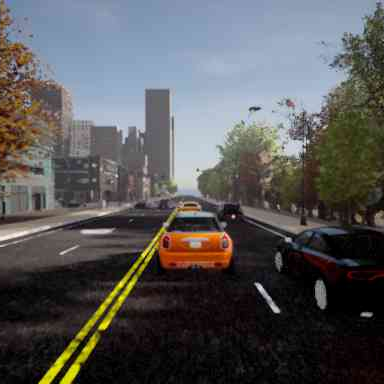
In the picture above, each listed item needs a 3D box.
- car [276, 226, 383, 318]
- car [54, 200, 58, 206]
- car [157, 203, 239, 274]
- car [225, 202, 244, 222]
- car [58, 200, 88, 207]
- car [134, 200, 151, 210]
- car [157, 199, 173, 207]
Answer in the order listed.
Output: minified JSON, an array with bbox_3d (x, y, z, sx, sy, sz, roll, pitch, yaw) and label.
[{"bbox_3d":[3.346,1.514,7.649,1.882,1.535,5.008,0,0,0],"label":"car"},{"bbox_3d":[-29.170,2.136,67.060,4.403,1.369,2.008,-1,1,-1],"label":"car"},{"bbox_3d":[0.084,1.403,10.852,2.097,1.767,4.553,0,0,0],"label":"car"},{"bbox_3d":[3.118,1.635,27.812,1.837,1.490,4.892,0,0,-1],"label":"car"},{"bbox_3d":[-20.698,2.098,58.687,4.313,1.339,1.947,-1,1,-1],"label":"car"},{"bbox_3d":[-7.087,1.792,47.877,1.994,1.385,4.181,0,0,0],"label":"car"},{"bbox_3d":[-3.836,1.732,47.451,1.837,1.490,4.892,0,-1,0],"label":"car"}]
